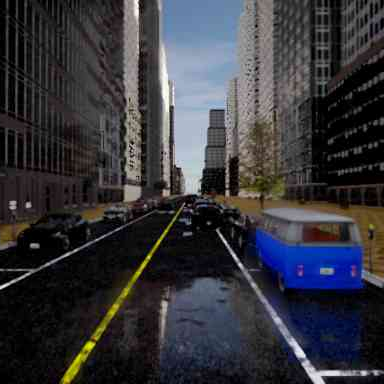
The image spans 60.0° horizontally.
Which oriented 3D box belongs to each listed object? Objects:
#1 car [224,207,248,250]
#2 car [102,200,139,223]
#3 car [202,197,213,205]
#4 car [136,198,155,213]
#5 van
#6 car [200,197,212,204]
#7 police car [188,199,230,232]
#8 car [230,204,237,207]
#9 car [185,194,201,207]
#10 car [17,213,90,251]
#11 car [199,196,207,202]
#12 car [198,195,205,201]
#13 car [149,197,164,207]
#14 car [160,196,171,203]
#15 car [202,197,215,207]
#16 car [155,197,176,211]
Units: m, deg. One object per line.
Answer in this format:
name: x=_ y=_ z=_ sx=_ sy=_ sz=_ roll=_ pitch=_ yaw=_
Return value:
car: x=2.697 y=1.570 z=14.196 sx=2.008 sy=1.369 sz=4.403 roll=0 pitch=0 yaw=0
car: x=-5.682 y=1.587 z=25.596 sx=2.008 sy=1.369 sz=4.403 roll=0 pitch=0 yaw=0
car: x=2.702 y=1.670 z=59.708 sx=1.802 sy=1.307 sz=4.206 roll=0 pitch=0 yaw=0
car: x=-5.680 y=1.493 z=36.975 sx=1.967 sy=1.590 sz=4.097 roll=0 pitch=0 yaw=0
van: x=2.699 y=1.353 z=8.508 sx=1.690 sy=1.788 sz=3.998 roll=0 pitch=0 yaw=0
car: x=2.703 y=1.648 z=65.397 sx=2.008 sy=1.369 sz=4.403 roll=0 pitch=0 yaw=0
police car: x=0.902 y=1.453 z=20.254 sx=1.930 sy=1.638 sz=5.238 roll=0 pitch=0 yaw=0
car: x=2.699 y=1.587 z=25.574 sx=2.008 sy=1.369 sz=4.403 roll=0 pitch=0 yaw=0
car: x=0.006 y=1.300 z=53.297 sx=2.150 sy=2.045 sz=5.566 roll=0 pitch=0 yaw=0
car: x=-5.683 y=1.586 z=14.218 sx=1.947 sy=1.339 sz=4.313 roll=0 pitch=0 yaw=0
car: x=2.705 y=1.694 z=82.463 sx=1.947 sy=1.339 sz=4.313 roll=0 pitch=0 yaw=0
car: x=2.706 y=1.675 z=94.011 sx=1.752 sy=1.417 sz=4.829 roll=0 pitch=0 yaw=0
car: x=-5.679 y=1.624 z=54.042 sx=1.887 sy=1.381 sz=4.507 roll=0 pitch=0 yaw=0
car: x=-5.677 y=1.652 z=71.109 sx=1.887 sy=1.381 sz=4.507 roll=0 pitch=0 yaw=0
car: x=2.702 y=1.624 z=54.019 sx=1.887 sy=1.381 sz=4.507 roll=0 pitch=0 yaw=0
car: x=-3.084 y=1.624 z=41.538 sx=1.994 sy=1.385 sz=4.181 roll=0 pitch=0 yaw=0
